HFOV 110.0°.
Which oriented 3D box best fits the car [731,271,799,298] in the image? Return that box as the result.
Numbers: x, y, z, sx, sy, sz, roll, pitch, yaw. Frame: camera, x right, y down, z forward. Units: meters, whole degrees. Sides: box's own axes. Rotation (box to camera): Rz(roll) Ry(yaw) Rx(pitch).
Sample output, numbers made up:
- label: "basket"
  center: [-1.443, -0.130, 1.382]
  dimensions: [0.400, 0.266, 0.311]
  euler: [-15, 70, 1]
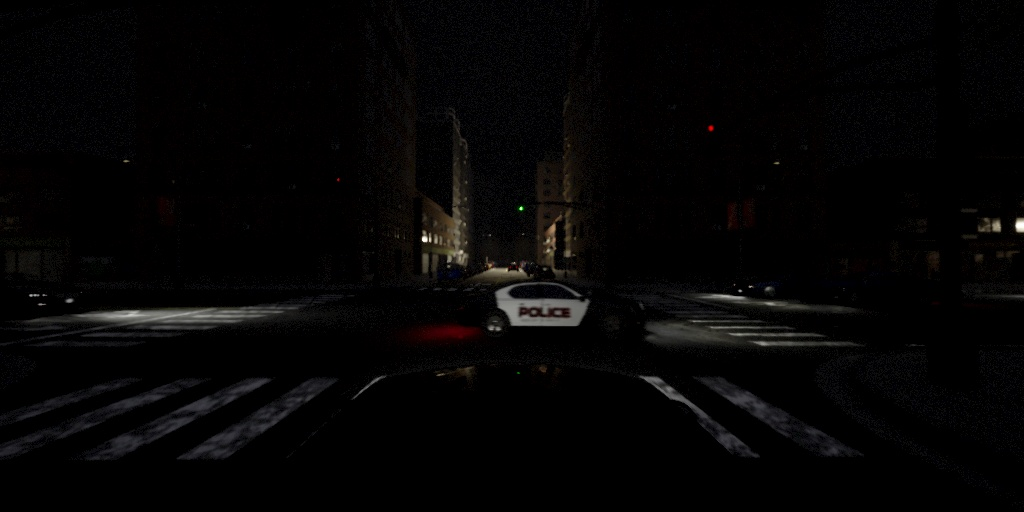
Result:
- label: "car"
  center: [15.343, 1.550, 19.968]
  dimensions: [5.357, 1.411, 2.033]
  euler: [0, -1, 0]

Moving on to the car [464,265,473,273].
- label: "car"
  center: [-5.706, 1.668, 38.309]
  dimensions: [1.967, 1.591, 4.097]
  euler: [0, 0, 0]

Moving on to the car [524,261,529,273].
- label: "car"
  center: [2.842, 1.742, 43.948]
  dimensions: [1.967, 1.591, 4.097]
  euler: [0, 0, 0]

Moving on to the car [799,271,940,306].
- label: "car"
  center: [16.755, 1.445, 16.726]
  dimensions: [5.008, 1.535, 1.882]
  euler: [0, -1, 0]

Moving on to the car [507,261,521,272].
- label: "car"
  center: [0.247, 2.069, 62.604]
  dimensions: [1.812, 1.442, 4.674]
  euler: [0, -1, 0]

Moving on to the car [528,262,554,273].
- label: "car"
  center: [2.797, 1.593, 32.610]
  dimensions: [1.967, 1.591, 4.097]
  euler: [0, 0, 0]

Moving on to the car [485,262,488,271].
- label: "car"
  center: [-5.618, 2.048, 60.811]
  dimensions: [1.751, 1.417, 4.829]
  euler: [0, 0, 0]

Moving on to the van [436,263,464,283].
- label: "van"
  center: [-5.728, 1.495, 32.642]
  dimensions: [1.690, 1.789, 3.998]
  euler: [0, 0, 0]

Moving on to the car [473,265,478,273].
- label: "car"
  center: [-5.684, 1.868, 43.977]
  dimensions: [1.948, 1.339, 4.313]
  euler: [0, 0, 0]

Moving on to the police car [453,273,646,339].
- label: "police car"
  center: [1.064, 1.372, 10.035]
  dimensions: [4.974, 1.542, 2.038]
  euler: [0, -1, 0]

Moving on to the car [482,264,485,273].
- label: "car"
  center: [-5.640, 2.015, 55.313]
  dimensions: [1.948, 1.339, 4.313]
  euler: [0, 0, 0]

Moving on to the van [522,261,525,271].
- label: "van"
  center: [2.886, 1.790, 55.285]
  dimensions: [1.690, 1.789, 3.998]
  euler: [0, 0, 0]

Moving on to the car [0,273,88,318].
- label: "car"
  center: [-18.590, 1.362, 13.071]
  dimensions: [4.902, 1.511, 2.128]
  euler: [0, -1, 0]

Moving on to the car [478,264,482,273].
- label: "car"
  center: [-5.662, 1.958, 49.645]
  dimensions: [1.802, 1.307, 4.207]
  euler: [0, 0, 0]
